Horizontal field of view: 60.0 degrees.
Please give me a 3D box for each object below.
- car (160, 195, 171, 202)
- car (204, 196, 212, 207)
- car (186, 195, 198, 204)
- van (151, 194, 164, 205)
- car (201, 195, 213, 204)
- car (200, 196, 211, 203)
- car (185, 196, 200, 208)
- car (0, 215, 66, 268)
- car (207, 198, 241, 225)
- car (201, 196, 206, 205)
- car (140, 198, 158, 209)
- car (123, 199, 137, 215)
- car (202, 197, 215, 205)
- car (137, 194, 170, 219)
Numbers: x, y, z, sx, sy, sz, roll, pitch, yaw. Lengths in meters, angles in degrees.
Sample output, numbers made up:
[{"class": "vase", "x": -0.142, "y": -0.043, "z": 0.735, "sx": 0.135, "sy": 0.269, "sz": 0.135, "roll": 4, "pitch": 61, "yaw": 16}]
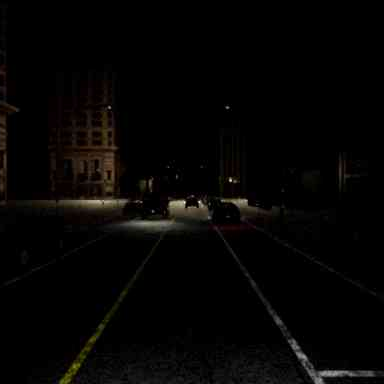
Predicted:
[{"class": "car", "x": -5.780, "y": 1.475, "z": 73.300, "sx": 2.008, "sy": 1.369, "sz": 4.403, "roll": 0, "pitch": 0, "yaw": 0}, {"class": "car", "x": 2.752, "y": 1.538, "z": 39.458, "sx": 1.947, "sy": 1.339, "sz": 4.313, "roll": 0, "pitch": 0, "yaw": 0}, {"class": "car", "x": -0.013, "y": 1.435, "z": 61.880, "sx": 2.128, "sy": 1.511, "sz": 4.902, "roll": 0, "pitch": 0, "yaw": 0}, {"class": "van", "x": -5.777, "y": 1.292, "z": 56.377, "sx": 1.690, "sy": 1.788, "sz": 3.998, "roll": 0, "pitch": 0, "yaw": 0}, {"class": "car", "x": 2.747, "y": 1.383, "z": 62.021, "sx": 1.967, "sy": 1.590, "sz": 4.097, "roll": 0, "pitch": 0, "yaw": 0}, {"class": "car", "x": 2.746, "y": 1.485, "z": 67.662, "sx": 2.008, "sy": 1.369, "sz": 4.403, "roll": 0, "pitch": 0, "yaw": 0}, {"class": "car", "x": 0.026, "y": 1.490, "z": 46.414, "sx": 1.812, "sy": 1.442, "sz": 4.674, "roll": 0, "pitch": 0, "yaw": 1}, {"class": "car", "x": -5.768, "y": 1.538, "z": 11.250, "sx": 1.887, "sy": 1.381, "sz": 4.507, "roll": 0, "pitch": 0, "yaw": 0}, {"class": "car", "x": 2.355, "y": 1.463, "z": 24.272, "sx": 1.882, "sy": 1.535, "sz": 5.008, "roll": 0, "pitch": 0, "yaw": 0}, {"class": "car", "x": 2.750, "y": 1.484, "z": 50.909, "sx": 1.752, "sy": 1.417, "sz": 4.829, "roll": 0, "pitch": 0, "yaw": 0}, {"class": "car", "x": -5.774, "y": 1.531, "z": 45.096, "sx": 1.947, "sy": 1.339, "sz": 4.313, "roll": 0, "pitch": 0, "yaw": 0}, {"class": "car", "x": -5.773, "y": 1.417, "z": 33.813, "sx": 1.967, "sy": 1.590, "sz": 4.097, "roll": 0, "pitch": 0, "yaw": 0}, {"class": "car", "x": 2.749, "y": 1.502, "z": 56.380, "sx": 2.008, "sy": 1.369, "sz": 4.403, "roll": 0, "pitch": 0, "yaw": 0}, {"class": "car", "x": -3.105, "y": 1.204, "z": 29.265, "sx": 2.150, "sy": 2.045, "sz": 5.566, "roll": 0, "pitch": 0, "yaw": 0}]
